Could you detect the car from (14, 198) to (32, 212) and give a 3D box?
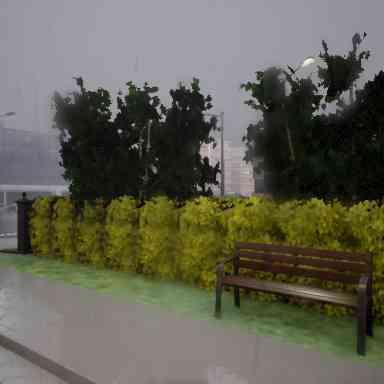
[{"bbox_3d":[-16.119,1.553,35.897,1.895,1.301,4.718,0,0,36],"label":"car"}]

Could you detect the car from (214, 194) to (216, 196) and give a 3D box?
[{"bbox_3d":[5.306,0.782,72.316,1.895,1.301,4.718,0,1,35],"label":"car"}]

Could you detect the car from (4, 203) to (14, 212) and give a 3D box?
[{"bbox_3d":[-18.874,1.479,38.046,1.812,1.442,4.674,0,0,35],"label":"car"}]

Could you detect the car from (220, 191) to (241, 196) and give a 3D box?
[{"bbox_3d":[8.672,0.657,71.019,1.882,1.535,5.008,0,0,35],"label":"car"}]
